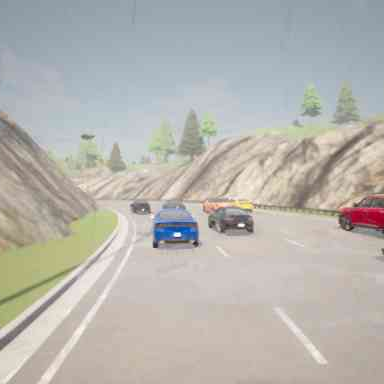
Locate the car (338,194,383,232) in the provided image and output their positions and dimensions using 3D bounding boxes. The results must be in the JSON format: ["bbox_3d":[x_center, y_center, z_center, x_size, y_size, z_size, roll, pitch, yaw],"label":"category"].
[{"bbox_3d":[9.606,1.131,16.475,2.150,2.045,5.566,0,0,-7],"label":"car"}]

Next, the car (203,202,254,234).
[{"bbox_3d":[2.133,1.515,19.062,1.812,1.442,4.674,0,0,-9],"label":"car"}]

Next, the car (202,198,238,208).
[{"bbox_3d":[2.565,1.345,33.924,2.097,1.767,4.553,-1,0,-15],"label":"car"}]

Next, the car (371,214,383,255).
[{"bbox_3d":[6.957,1.480,7.877,2.033,1.411,5.357,-1,0,-5],"label":"car"}]

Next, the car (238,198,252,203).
[{"bbox_3d":[5.148,1.446,37.774,1.882,1.535,5.008,0,0,-16],"label":"car"}]

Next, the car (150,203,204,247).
[{"bbox_3d":[-0.869,1.496,15.253,1.882,1.535,5.008,0,0,-7],"label":"car"}]

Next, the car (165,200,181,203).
[{"bbox_3d":[-2.138,1.608,37.516,1.994,1.385,4.181,0,0,-17],"label":"car"}]

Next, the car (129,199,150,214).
[{"bbox_3d":[-5.820,1.587,37.020,1.837,1.490,4.892,0,0,-17],"label":"car"}]
